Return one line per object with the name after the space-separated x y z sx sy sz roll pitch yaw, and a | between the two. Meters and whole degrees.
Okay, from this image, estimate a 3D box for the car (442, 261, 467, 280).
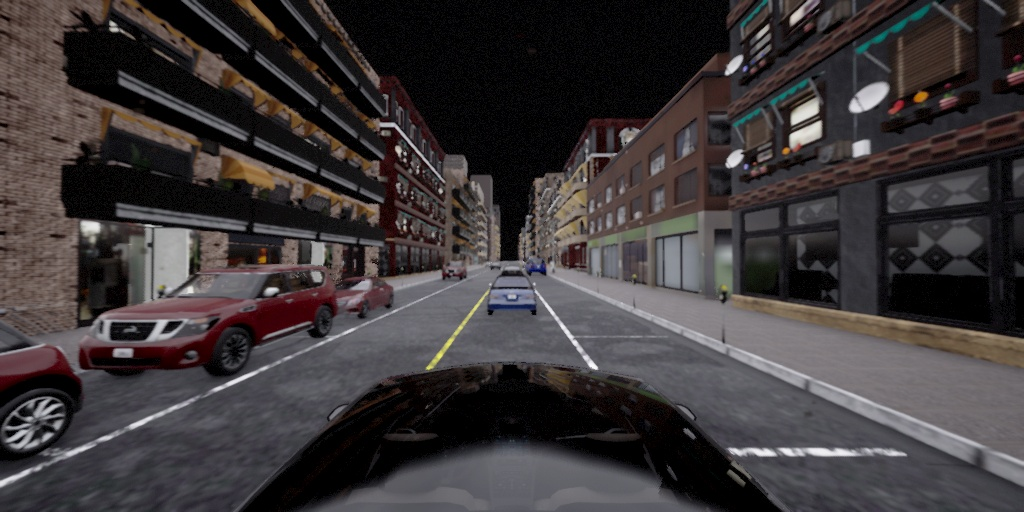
-5.680 1.404 35.934 2.192 1.841 5.009 0 0 0 | car

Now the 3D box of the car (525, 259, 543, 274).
3.122 1.474 51.963 2.150 2.045 5.566 0 -1 0 | car

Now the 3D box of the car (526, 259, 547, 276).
3.120 1.405 44.963 2.150 2.045 5.566 0 -1 0 | car

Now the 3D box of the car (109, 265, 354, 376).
-5.689 1.125 7.753 2.192 1.841 5.009 0 0 0 | car

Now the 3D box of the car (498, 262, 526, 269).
0.033 1.519 31.102 1.882 1.535 5.008 0 0 0 | car

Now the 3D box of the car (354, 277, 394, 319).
-5.688 1.449 13.389 1.802 1.307 4.207 0 0 0 | car

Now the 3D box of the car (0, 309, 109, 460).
-5.692 1.194 2.117 1.967 1.591 4.097 0 0 0 | car

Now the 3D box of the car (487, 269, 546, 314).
0.011 1.424 14.374 2.033 1.411 5.357 0 -1 0 | car
